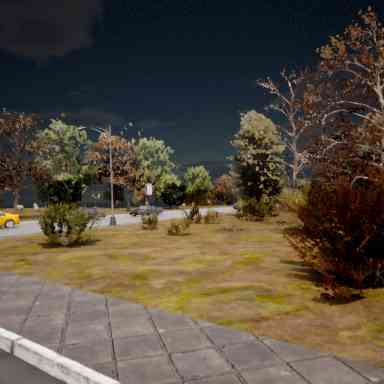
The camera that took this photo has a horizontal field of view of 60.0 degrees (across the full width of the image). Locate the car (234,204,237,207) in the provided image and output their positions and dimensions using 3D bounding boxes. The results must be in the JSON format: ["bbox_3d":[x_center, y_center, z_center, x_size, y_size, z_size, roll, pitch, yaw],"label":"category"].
[{"bbox_3d":[9.369,2.583,62.537,1.895,1.301,4.718,-3,-2,33],"label":"car"}]

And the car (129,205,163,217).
[{"bbox_3d":[-6.086,2.511,44.875,2.033,1.411,5.357,-3,-2,32],"label":"car"}]

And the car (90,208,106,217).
[{"bbox_3d":[-11.727,2.460,35.902,2.033,1.411,5.357,-3,-2,32],"label":"car"}]

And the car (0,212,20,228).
[{"bbox_3d":[-17.055,2.369,27.664,1.882,1.535,5.008,-3,-2,33],"label":"car"}]
